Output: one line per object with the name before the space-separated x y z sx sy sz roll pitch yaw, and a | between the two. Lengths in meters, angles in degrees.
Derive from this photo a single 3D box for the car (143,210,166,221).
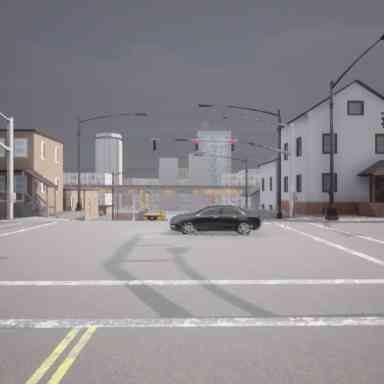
car | -3.680 2.536 33.521 1.882 1.535 5.008 0 -9 1

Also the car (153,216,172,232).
car | -3.790 4.235 43.744 2.128 1.511 4.902 0 -13 -1

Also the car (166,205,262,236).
car | 1.257 1.477 17.844 4.892 1.490 1.837 0 0 -1
